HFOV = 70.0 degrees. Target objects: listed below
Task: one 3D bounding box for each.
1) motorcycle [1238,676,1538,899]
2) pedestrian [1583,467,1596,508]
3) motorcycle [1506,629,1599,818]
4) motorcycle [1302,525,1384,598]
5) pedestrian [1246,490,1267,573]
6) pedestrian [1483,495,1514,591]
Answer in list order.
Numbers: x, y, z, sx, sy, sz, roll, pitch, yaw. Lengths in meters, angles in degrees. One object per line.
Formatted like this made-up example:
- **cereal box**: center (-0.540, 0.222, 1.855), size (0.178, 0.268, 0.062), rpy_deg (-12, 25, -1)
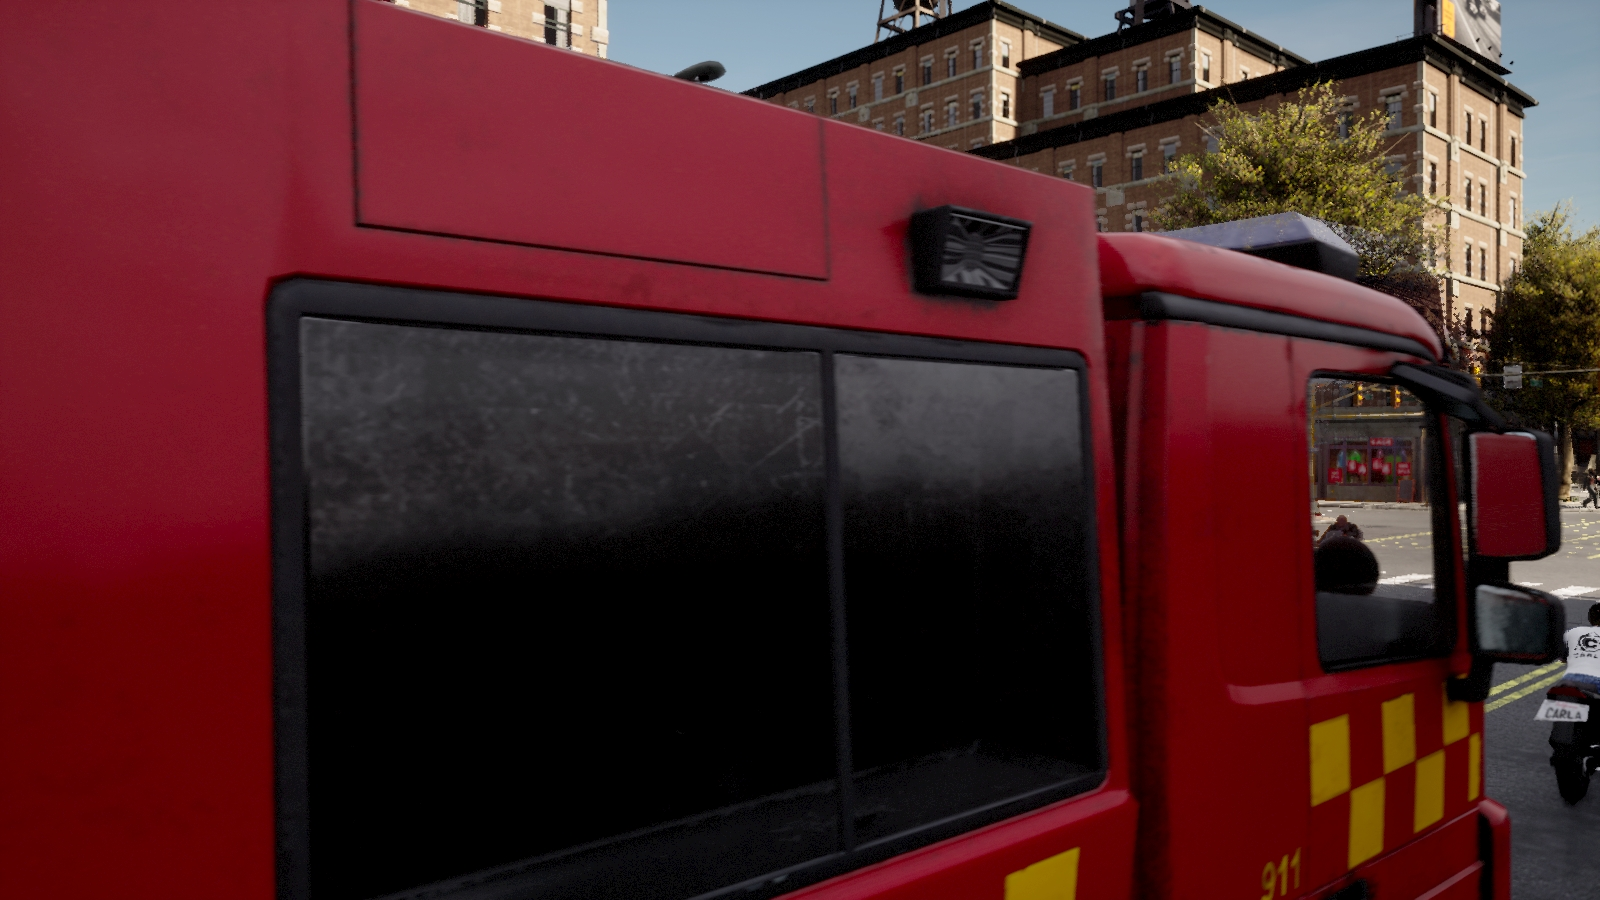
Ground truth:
- **motorcycle**: center (3.505, 2.169, 6.683), size (2.356, 1.277, 0.764), rpy_deg (0, 0, -42)
- **pedestrian**: center (35.646, 1.687, 51.589), size (0.375, 1.860, 0.375), rpy_deg (0, 0, -27)
- **motorcycle**: center (6.654, 2.211, 9.479), size (2.033, 1.145, 0.803), rpy_deg (0, 0, -42)
- **motorcycle**: center (10.874, 2.201, 22.856), size (0.867, 1.251, 2.209), rpy_deg (-1, -1, 42)
- **pedestrian**: center (10.382, 1.845, 25.979), size (0.375, 1.860, 0.375), rpy_deg (0, 0, 34)
- **pedestrian**: center (13.927, 1.845, 22.790), size (0.375, 1.860, 0.375), rpy_deg (0, 0, -25)
